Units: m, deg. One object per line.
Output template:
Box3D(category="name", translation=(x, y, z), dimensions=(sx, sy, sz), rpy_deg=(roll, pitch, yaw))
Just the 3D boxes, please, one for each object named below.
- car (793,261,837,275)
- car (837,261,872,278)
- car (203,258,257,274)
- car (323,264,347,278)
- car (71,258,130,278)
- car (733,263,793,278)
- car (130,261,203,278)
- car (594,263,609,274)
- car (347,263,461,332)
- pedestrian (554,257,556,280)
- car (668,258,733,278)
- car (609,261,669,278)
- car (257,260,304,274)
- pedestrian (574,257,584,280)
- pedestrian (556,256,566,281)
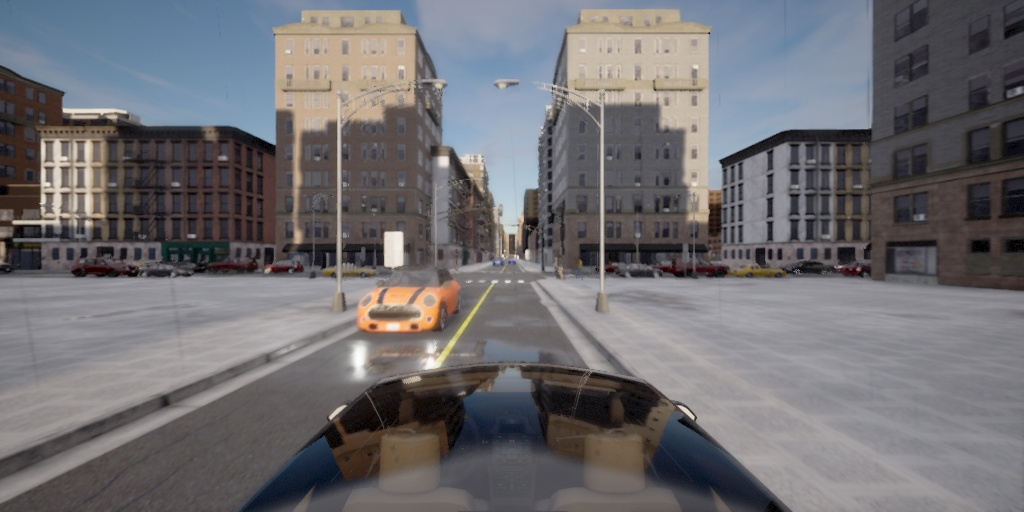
Box3D(category="car", translation=(31.599, 1.315, 38.786), dimensions=(4.892, 1.490, 1.837), rpy_deg=(0, 0, 0))
Box3D(category="car", translation=(33.395, 1.270, 33.313), dimensions=(4.097, 1.591, 1.967), rpy_deg=(0, 0, 0))
Box3D(category="car", translation=(-32.068, 1.096, 41.382), dimensions=(5.009, 1.841, 2.192), rpy_deg=(0, 0, 0))
Box3D(category="car", translation=(-14.918, 1.338, 33.345), dimensions=(4.829, 1.417, 1.751), rpy_deg=(0, 0, 0))
Box3D(category="car", translation=(-37.736, 1.121, 33.361), dimensions=(5.009, 1.841, 2.192), rpy_deg=(0, 0, 0))
Box3D(category="car", translation=(22.747, 1.351, 33.321), dimensions=(4.829, 1.417, 1.751), rpy_deg=(0, 0, 0))
Box3D(category="car", translation=(-32.074, 1.358, 33.357), dimensions=(4.403, 1.370, 2.007), rpy_deg=(0, 0, 0))
Box3D(category="car", translation=(11.764, 1.340, 41.353), dimensions=(4.507, 1.381, 1.888), rpy_deg=(0, 0, 0))
Box3D(category="car", translation=(-2.842, 1.114, 10.855), dimensions=(2.097, 1.767, 4.553), rpy_deg=(0, 0, 0))
Box3D(category="pedestrian", translation=(3.499, 0.933, 28.135), dimensions=(0.375, 1.860, 0.375), rpy_deg=(0, 0, 0))
Box3D(category="car", translation=(17.167, 1.138, 33.324), dimensions=(5.009, 1.841, 2.192), rpy_deg=(0, 0, 0))
Box3D(category="car", translation=(11.758, 1.372, 33.328), dimensions=(4.403, 1.370, 2.007), rpy_deg=(0, 0, 0))
Box3D(category="car", translation=(-26.406, 1.223, 41.378), dimensions=(4.097, 1.591, 1.967), rpy_deg=(0, 0, 0))
Box3D(category="pedestrian", translation=(5.170, 0.939, 27.535), dimensions=(0.375, 1.860, 0.375), rpy_deg=(0, 0, 0))
Box3D(category="pedestrian", translation=(3.723, 0.928, 26.935), dimensions=(0.375, 1.860, 0.375), rpy_deg=(0, 0, 0))
